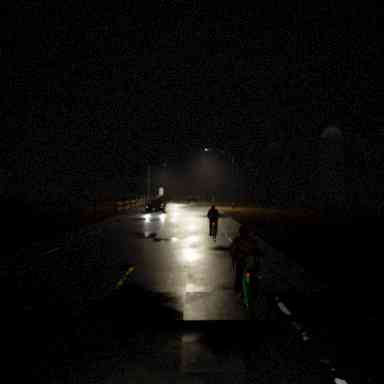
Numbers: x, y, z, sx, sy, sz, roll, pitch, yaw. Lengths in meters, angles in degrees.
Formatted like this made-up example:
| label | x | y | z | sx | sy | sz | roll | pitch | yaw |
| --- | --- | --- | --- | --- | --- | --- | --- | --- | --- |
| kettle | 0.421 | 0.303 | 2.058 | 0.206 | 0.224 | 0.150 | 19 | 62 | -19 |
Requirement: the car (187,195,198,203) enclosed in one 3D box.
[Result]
| label | x | y | z | sx | sy | sz | roll | pitch | yaw |
| --- | --- | --- | --- | --- | --- | --- | --- | --- | --- |
| car | 0.107 | 1.382 | 64.069 | 1.837 | 1.490 | 4.892 | 0 | 0 | 0 |

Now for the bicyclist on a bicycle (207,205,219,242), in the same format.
| label | x | y | z | sx | sy | sz | roll | pitch | yaw |
| --- | --- | --- | --- | --- | --- | --- | --- | --- | --- |
| bicyclist on a bicycle | 0.969 | 1.399 | 14.993 | 0.582 | 1.620 | 1.656 | 0 | 0 | 0 |

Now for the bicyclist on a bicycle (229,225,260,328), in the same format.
| label | x | y | z | sx | sy | sz | roll | pitch | yaw |
| --- | --- | --- | --- | --- | --- | --- | --- | --- | --- |
| bicyclist on a bicycle | 0.966 | 1.438 | 6.027 | 0.582 | 1.620 | 1.656 | 0 | 0 | 0 |

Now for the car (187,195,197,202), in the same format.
| label | x | y | z | sx | sy | sz | roll | pitch | yaw |
| --- | --- | --- | --- | --- | --- | --- | --- | --- | --- |
| car | 0.023 | 1.426 | 78.040 | 2.128 | 1.511 | 4.902 | 0 | 0 | 0 |

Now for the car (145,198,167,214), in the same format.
| label | x | y | z | sx | sy | sz | roll | pitch | yaw |
| --- | --- | --- | --- | --- | --- | --- | --- | --- | --- |
| car | -3.588 | 1.385 | 33.708 | 1.837 | 1.490 | 4.892 | 0 | 0 | 0 |
